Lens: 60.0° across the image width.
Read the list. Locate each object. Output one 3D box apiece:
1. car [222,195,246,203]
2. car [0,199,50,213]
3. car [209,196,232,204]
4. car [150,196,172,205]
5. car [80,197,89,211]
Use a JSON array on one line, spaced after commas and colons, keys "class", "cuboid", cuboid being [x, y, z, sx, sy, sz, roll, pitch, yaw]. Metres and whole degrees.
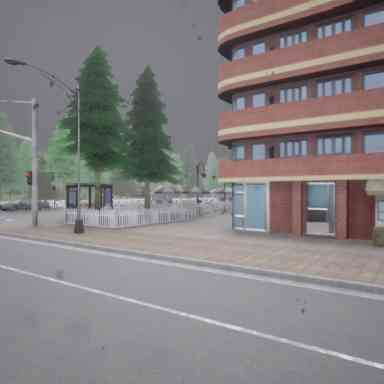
[{"class": "car", "cuboid": [8.096, 1.302, 63.738, 4.181, 1.385, 1.994, 0, 0, -25]}, {"class": "car", "cuboid": [-18.552, 1.491, 36.795, 2.033, 1.411, 5.357, 0, 0, 35]}, {"class": "car", "cuboid": [4.771, 1.509, 57.777, 4.181, 1.385, 1.994, 0, 0, -32]}, {"class": "car", "cuboid": [-5.369, 1.435, 53.970, 2.128, 1.511, 4.902, 0, 0, 45]}, {"class": "car", "cuboid": [-11.899, 1.296, 40.050, 2.097, 1.767, 4.553, 0, 0, 36]}]
